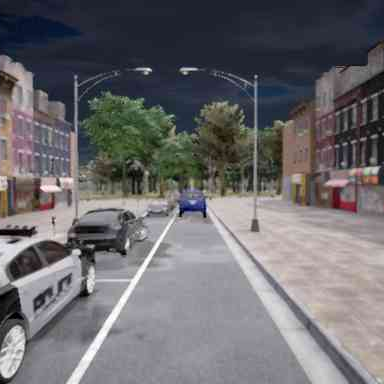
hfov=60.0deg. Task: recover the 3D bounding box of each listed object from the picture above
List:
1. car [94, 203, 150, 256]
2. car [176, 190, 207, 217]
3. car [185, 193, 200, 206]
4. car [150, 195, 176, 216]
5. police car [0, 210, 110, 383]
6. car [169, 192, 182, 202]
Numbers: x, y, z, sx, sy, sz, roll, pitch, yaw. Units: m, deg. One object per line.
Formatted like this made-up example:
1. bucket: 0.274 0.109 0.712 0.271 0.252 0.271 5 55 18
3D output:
1. car: -2.979 1.344 12.378 1.837 1.490 4.892 0 1 2
2. car: 0.078 0.875 27.207 2.150 2.045 5.566 0 1 1
3. car: 0.106 0.949 43.790 1.837 1.490 4.892 0 1 0
4. car: -2.630 1.204 27.023 2.008 1.369 4.403 -1 1 0
5. police car: -3.005 1.353 5.404 1.930 1.638 5.238 0 1 0
6. car: -2.615 0.757 54.194 1.967 1.590 4.097 -1 1 0
